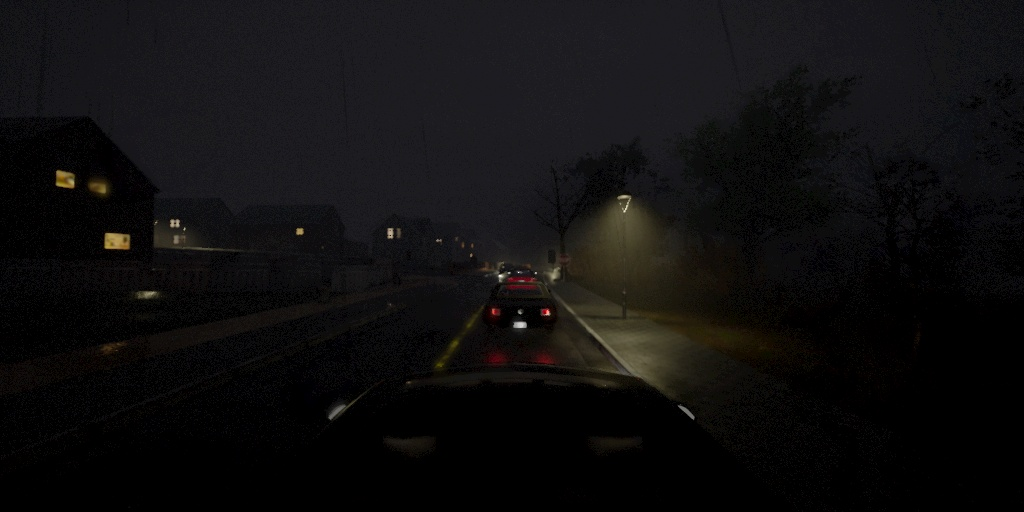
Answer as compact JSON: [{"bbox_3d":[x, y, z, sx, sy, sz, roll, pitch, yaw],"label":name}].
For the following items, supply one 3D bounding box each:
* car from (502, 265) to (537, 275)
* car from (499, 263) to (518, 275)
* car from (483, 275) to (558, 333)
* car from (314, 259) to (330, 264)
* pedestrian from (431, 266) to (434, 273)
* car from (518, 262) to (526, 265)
[{"bbox_3d":[0.666,1.499,22.997,1.994,1.385,4.181,0,-1,3],"label":"car"},{"bbox_3d":[-0.602,1.716,46.980,1.812,1.442,4.674,0,-1,6],"label":"car"},{"bbox_3d":[0.256,1.424,11.032,1.895,1.301,4.718,0,0,1],"label":"car"},{"bbox_3d":[-17.507,0.731,32.884,4.674,1.442,1.812,3,-1,3],"label":"car"},{"bbox_3d":[-8.442,0.855,38.367,0.375,1.860,0.375,0,-4,2],"label":"pedestrian"},{"bbox_3d":[0.771,1.930,59.754,1.994,1.385,4.181,0,-1,7],"label":"car"}]
